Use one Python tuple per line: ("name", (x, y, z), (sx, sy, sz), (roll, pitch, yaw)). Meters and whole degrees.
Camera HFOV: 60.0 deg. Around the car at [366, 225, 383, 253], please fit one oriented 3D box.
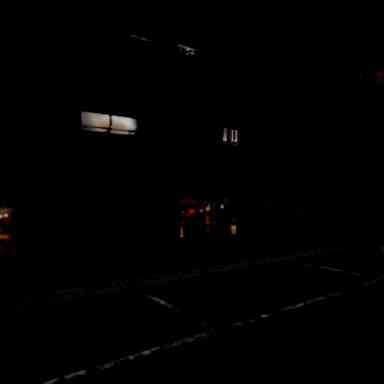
("car", (8.288, 1.568, 12.454), (4.313, 1.339, 1.947), (0, 0, -35))
